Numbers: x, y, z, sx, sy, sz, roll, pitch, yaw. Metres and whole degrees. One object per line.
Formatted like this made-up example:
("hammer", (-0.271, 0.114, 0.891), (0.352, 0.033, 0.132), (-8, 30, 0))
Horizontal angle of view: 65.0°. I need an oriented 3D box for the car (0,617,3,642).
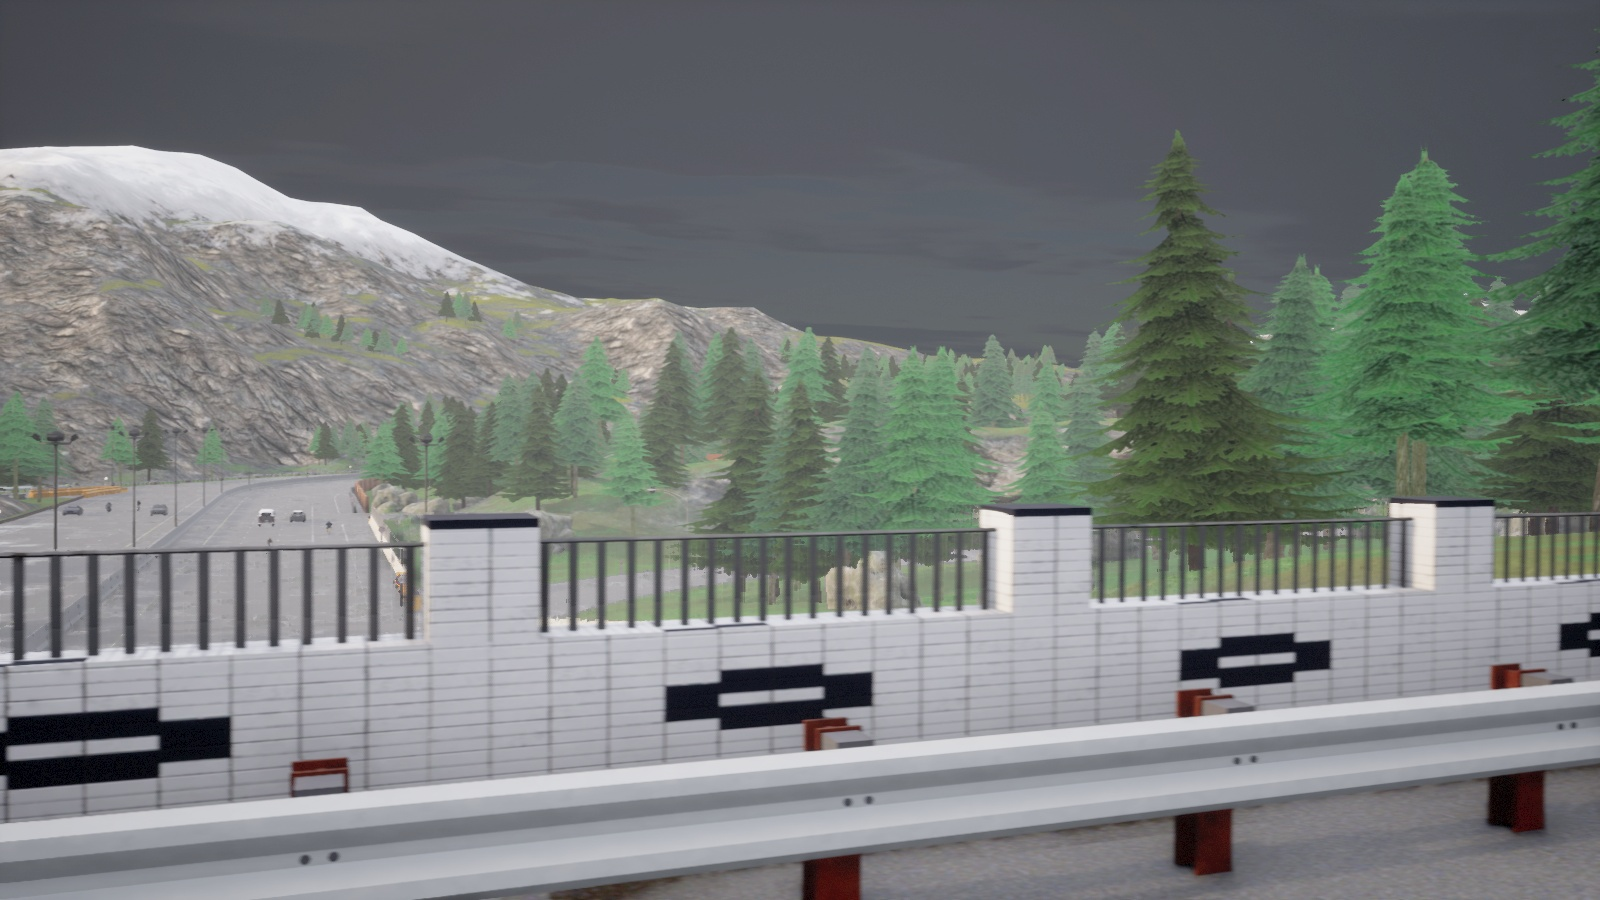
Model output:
("car", (-49.436, 11.080, 75.011), (2.163, 1.488, 4.792), (-1, 1, -21))
